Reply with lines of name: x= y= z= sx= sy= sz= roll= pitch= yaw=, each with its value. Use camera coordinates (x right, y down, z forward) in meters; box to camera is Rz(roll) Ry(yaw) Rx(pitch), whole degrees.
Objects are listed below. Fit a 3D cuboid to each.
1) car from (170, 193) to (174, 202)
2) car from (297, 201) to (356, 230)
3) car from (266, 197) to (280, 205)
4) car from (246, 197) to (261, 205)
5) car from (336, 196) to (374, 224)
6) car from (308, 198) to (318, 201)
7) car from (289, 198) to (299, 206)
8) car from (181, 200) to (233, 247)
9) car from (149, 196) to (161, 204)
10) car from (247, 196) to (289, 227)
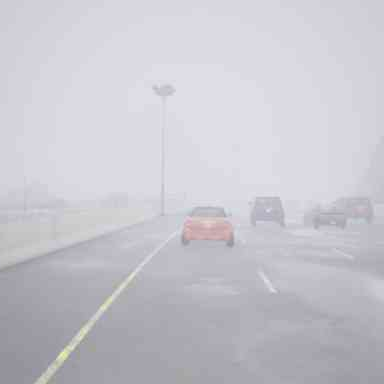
car: x=-2.431 y=1.197 z=54.540 sx=2.150 sy=2.045 sz=5.566 roll=1 pitch=0 yaw=18
car: x=8.602 y=1.595 z=21.846 sx=2.128 sy=1.511 sz=4.902 roll=1 pitch=0 yaw=8
car: x=15.216 y=1.686 z=62.354 sx=1.837 sy=1.490 sz=4.892 roll=0 pitch=0 yaw=21
car: x=11.704 y=1.663 z=63.005 sx=1.812 sy=1.442 sz=4.674 roll=0 pitch=0 yaw=21
car: x=12.846 y=1.377 z=27.065 sx=2.150 sy=2.045 sz=5.566 roll=0 pitch=0 yaw=10
car: x=22.154 y=1.757 z=60.880 sx=2.128 sy=1.511 sz=4.902 roll=1 pitch=0 yaw=22
car: x=18.764 y=1.788 z=61.781 sx=1.994 sy=1.385 sz=4.181 roll=1 pitch=0 yaw=22
car: x=0.808 y=1.360 z=15.446 sx=2.097 sy=1.767 sz=4.553 roll=1 pitch=0 yaw=5
car: x=-6.326 y=1.445 z=53.762 sx=1.812 sy=1.442 sz=4.674 roll=1 pitch=0 yaw=16
car: x=5.233 y=1.284 z=23.632 sx=2.150 sy=2.045 sz=5.566 roll=0 pitch=0 yaw=8
